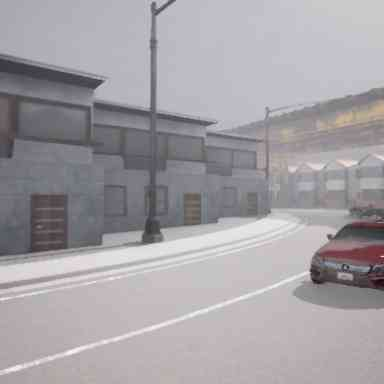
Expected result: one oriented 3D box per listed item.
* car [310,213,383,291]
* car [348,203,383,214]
[{"bbox_3d":[4.754,1.509,8.790,1.812,1.442,4.674,-1,0,41],"label":"car"},{"bbox_3d":[14.896,1.600,28.430,1.895,1.301,4.718,0,-1,13],"label":"car"}]
